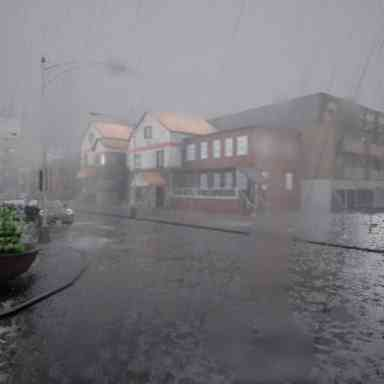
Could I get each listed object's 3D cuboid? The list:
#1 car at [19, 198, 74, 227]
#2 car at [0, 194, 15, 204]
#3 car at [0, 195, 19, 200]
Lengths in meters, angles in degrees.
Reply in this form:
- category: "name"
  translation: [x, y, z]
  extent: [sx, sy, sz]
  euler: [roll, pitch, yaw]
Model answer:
- category: "car"
  translation: [-9.238, 1.178, 21.334]
  extent: [2.097, 1.767, 4.553]
  euler: [-1, 1, -39]
- category: "car"
  translation: [-30.855, 1.057, 54.755]
  extent: [2.128, 1.511, 4.902]
  euler: [-1, 1, -39]
- category: "car"
  translation: [-15.289, 1.295, 28.842]
  extent: [1.812, 1.442, 4.674]
  euler: [0, 1, -39]
